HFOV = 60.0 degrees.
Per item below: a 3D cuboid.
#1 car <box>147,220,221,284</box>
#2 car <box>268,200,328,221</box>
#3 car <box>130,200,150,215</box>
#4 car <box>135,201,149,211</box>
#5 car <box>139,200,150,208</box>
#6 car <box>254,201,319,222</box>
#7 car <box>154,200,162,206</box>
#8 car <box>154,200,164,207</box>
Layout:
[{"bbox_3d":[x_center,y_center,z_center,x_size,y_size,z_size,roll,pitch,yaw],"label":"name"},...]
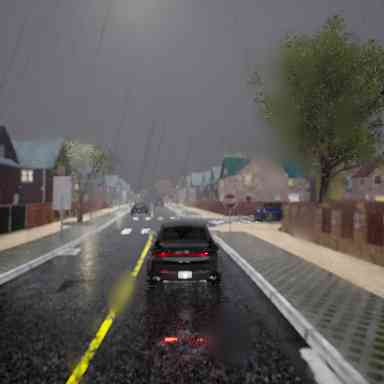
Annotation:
[{"bbox_3d":[-0.268,1.592,9.813,1.837,1.490,4.892,0,0,-3],"label":"car"},{"bbox_3d":[9.316,1.578,29.375,4.553,1.767,2.097,0,-2,-8],"label":"car"},{"bbox_3d":[-6.237,1.979,39.867,1.994,1.385,4.181,0,-1,-7],"label":"car"},{"bbox_3d":[-7.424,2.118,49.672,1.994,1.385,4.181,0,-1,-8],"label":"car"},{"bbox_3d":[-9.050,2.328,63.749,2.033,1.411,5.357,0,-1,-6],"label":"car"},{"bbox_3d":[7.246,1.508,26.163,4.553,1.767,2.097,0,-1,-12],"label":"car"},{"bbox_3d":[-8.114,2.550,79.090,1.895,1.301,4.718,0,-1,-7],"label":"car"},{"bbox_3d":[-6.861,2.369,68.720,1.837,1.490,4.892,0,-1,-7],"label":"car"}]
